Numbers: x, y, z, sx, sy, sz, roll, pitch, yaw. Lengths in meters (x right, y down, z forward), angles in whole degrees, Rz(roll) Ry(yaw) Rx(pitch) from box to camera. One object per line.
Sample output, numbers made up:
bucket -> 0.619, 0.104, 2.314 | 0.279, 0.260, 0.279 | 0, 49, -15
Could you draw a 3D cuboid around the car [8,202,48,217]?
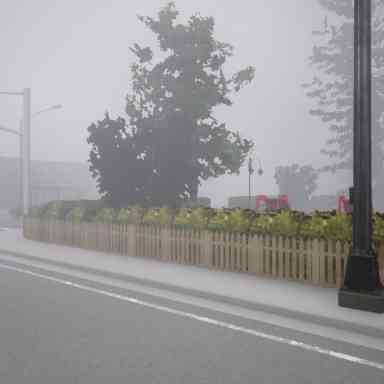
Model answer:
car -> -14.002, 1.601, 30.308 | 1.895, 1.301, 4.718 | 0, 0, 35
